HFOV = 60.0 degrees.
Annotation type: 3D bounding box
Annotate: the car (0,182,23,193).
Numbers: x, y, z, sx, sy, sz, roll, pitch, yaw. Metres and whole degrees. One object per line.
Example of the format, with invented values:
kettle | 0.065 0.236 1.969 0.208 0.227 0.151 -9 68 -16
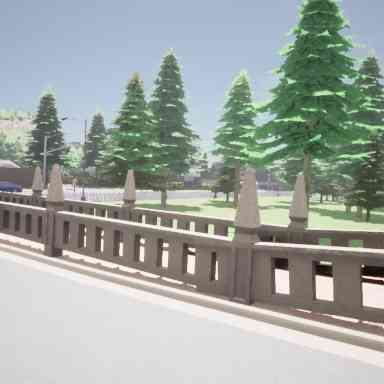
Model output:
car | -21.374 -0.399 36.977 1.812 1.442 4.674 4 2 37
